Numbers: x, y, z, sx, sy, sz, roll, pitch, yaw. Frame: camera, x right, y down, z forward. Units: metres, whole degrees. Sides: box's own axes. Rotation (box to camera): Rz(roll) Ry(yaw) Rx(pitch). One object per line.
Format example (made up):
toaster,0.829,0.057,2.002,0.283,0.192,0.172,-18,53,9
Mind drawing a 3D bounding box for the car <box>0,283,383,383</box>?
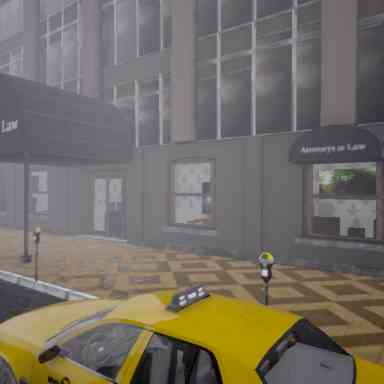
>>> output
car,-0.239,1.525,3.041,4.829,1.417,1.752,0,0,36
